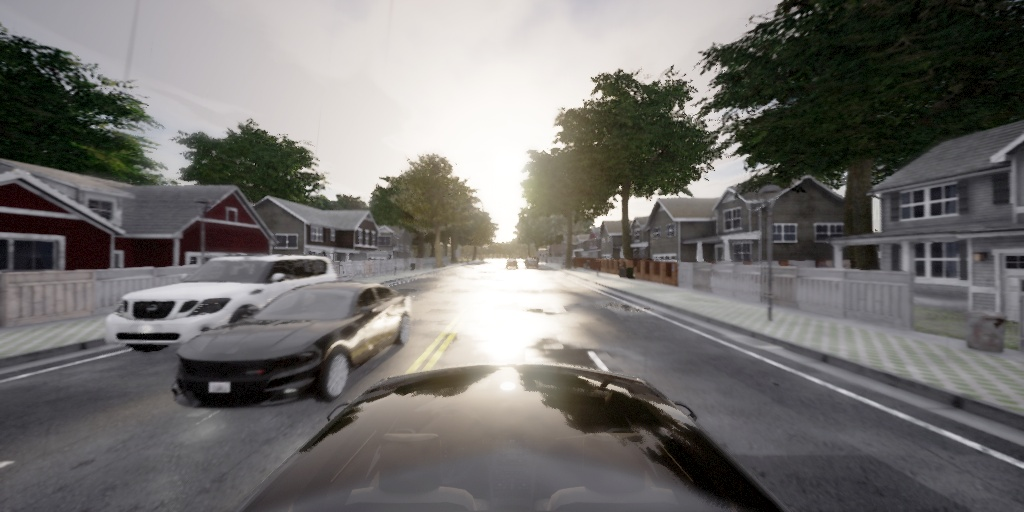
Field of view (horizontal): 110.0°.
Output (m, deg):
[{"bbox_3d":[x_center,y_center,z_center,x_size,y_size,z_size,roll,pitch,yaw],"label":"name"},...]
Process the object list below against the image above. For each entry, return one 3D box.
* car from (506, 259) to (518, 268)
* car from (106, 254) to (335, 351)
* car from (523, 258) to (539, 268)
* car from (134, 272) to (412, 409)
[{"bbox_3d":[0.009,1.174,57.803,1.812,1.442,4.674,0,0,0],"label":"car"},{"bbox_3d":[-6.566,0.972,9.217,2.150,2.045,5.566,0,0,0],"label":"car"},{"bbox_3d":[3.259,1.140,57.803,2.128,1.511,4.902,0,0,0],"label":"car"},{"bbox_3d":[-3.330,1.227,6.594,1.882,1.535,5.008,0,0,0],"label":"car"}]
